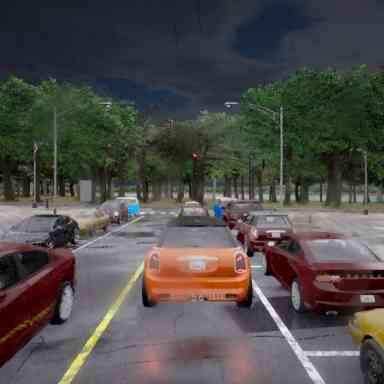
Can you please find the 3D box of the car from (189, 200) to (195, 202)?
[{"bbox_3d":[0.015,1.460,27.295,1.801,1.575,5.366,0,0,1],"label":"car"}]

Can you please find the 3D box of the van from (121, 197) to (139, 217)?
[{"bbox_3d":[-5.746,1.345,29.220,1.690,1.788,3.998,0,0,0],"label":"van"}]

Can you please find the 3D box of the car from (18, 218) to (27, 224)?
[{"bbox_3d":[-5.760,1.525,7.300,1.752,1.417,4.829,0,0,0],"label":"car"}]

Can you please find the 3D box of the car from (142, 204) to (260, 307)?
[{"bbox_3d":[0.104,1.352,8.136,2.097,1.767,4.553,0,0,0],"label":"car"}]

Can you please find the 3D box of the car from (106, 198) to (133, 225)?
[{"bbox_3d":[-5.749,1.443,23.783,1.967,1.590,4.097,0,0,0],"label":"car"}]

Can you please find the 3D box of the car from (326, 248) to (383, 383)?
[{"bbox_3d":[2.762,1.525,2.196,1.752,1.417,4.829,0,0,0],"label":"car"}]

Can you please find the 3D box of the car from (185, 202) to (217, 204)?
[{"bbox_3d":[0.109,1.493,17.350,2.128,1.511,4.902,0,0,0],"label":"car"}]

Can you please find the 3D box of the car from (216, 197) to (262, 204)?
[{"bbox_3d":[2.772,1.317,18.340,2.192,1.841,5.009,0,0,0],"label":"car"}]

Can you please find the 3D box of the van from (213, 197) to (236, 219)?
[{"bbox_3d":[2.780,1.345,29.215,1.690,1.788,3.998,0,0,0],"label":"van"}]

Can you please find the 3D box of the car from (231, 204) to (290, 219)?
[{"bbox_3d":[2.769,1.441,12.902,1.967,1.590,4.097,0,0,0],"label":"car"}]

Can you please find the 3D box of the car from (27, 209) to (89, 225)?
[{"bbox_3d":[-5.756,1.566,12.907,1.947,1.339,4.313,0,0,0],"label":"car"}]

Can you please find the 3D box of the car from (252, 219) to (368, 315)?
[{"bbox_3d":[2.765,1.545,7.464,1.887,1.381,4.507,0,0,0],"label":"car"}]

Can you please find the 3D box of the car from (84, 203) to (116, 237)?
[{"bbox_3d":[-5.753,1.527,18.175,1.752,1.417,4.829,0,0,0],"label":"car"}]

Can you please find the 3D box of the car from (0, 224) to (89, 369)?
[{"bbox_3d":[-3.097,1.477,4.286,1.882,1.535,5.008,0,0,0],"label":"car"}]
